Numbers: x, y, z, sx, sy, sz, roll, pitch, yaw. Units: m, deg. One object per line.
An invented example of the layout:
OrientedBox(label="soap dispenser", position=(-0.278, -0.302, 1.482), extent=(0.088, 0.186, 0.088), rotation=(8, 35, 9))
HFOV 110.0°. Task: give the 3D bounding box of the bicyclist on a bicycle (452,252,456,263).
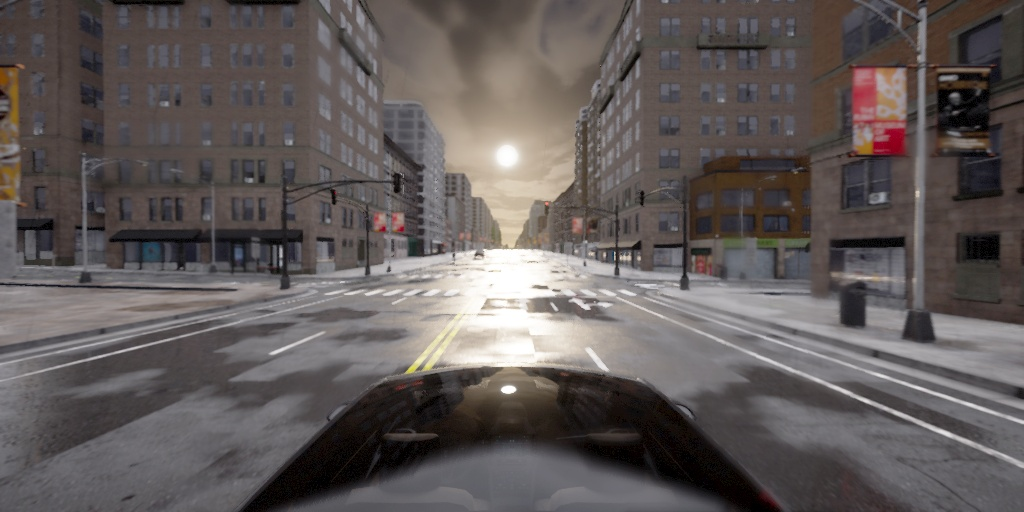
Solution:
OrientedBox(label="bicyclist on a bicycle", position=(-8.757, 0.236, 53.889), extent=(0.659, 1.776, 1.843), rotation=(0, 1, 0))
